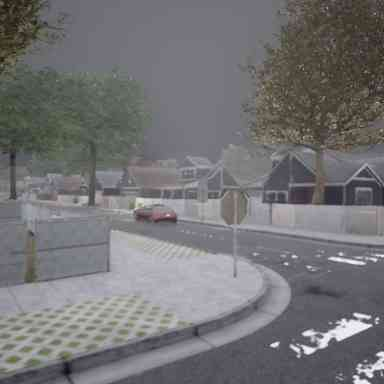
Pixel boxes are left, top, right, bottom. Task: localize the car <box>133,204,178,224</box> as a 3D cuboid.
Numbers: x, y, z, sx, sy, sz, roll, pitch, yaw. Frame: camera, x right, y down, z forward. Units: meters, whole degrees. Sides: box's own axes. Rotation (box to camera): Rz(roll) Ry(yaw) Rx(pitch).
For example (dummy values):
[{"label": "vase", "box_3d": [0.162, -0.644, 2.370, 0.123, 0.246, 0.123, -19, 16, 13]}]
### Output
[{"label": "car", "box_3d": [-2.853, 1.605, 25.135, 1.994, 1.385, 4.181, 1, 0, -35]}]
